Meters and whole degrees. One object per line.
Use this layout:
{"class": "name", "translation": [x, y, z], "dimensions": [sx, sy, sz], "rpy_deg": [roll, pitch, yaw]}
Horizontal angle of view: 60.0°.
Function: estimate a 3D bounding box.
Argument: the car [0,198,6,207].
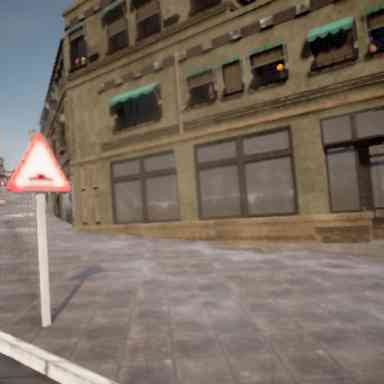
{"class": "car", "translation": [-33.726, 1.822, 56.390], "dimensions": [2.097, 1.767, 4.553], "rpy_deg": [-4, 0, 5]}
